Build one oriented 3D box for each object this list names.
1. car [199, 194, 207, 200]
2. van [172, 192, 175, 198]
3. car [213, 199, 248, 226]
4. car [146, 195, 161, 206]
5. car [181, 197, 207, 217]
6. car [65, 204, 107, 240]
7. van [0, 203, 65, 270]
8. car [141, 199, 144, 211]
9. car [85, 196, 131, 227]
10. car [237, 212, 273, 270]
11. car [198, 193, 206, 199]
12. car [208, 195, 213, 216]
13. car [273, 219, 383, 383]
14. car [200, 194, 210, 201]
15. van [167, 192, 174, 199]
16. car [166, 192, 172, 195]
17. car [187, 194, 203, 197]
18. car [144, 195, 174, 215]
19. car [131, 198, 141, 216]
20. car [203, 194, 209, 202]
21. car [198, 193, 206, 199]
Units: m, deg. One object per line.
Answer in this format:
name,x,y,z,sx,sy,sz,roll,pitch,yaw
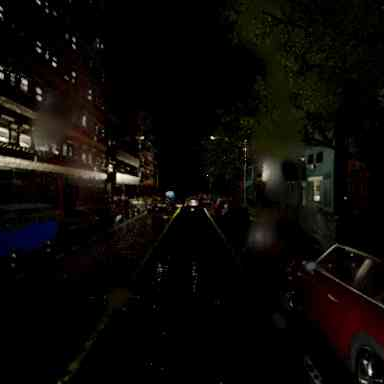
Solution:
car,2.625,1.140,78.812,1.802,1.307,4.206,0,0,0
van,-5.761,0.874,84.505,1.690,1.788,3.998,0,0,0
car,2.672,1.408,21.847,2.008,1.369,4.403,0,0,0
car,-5.732,1.223,50.155,1.752,1.417,4.829,0,0,0
car,0.048,1.380,28.964,1.994,1.385,4.181,0,0,0
car,-5.705,1.474,16.145,1.802,1.307,4.206,0,0,0
van,-5.701,1.270,10.447,1.690,1.788,3.998,0,0,0
car,-5.718,1.342,33.235,2.008,1.369,4.403,0,0,0
car,-5.710,1.172,21.840,2.192,1.841,5.009,0,0,0
car,2.681,1.511,10.454,1.802,1.307,4.206,0,0,0
car,2.621,1.078,84.510,1.887,1.381,4.507,0,0,0
car,2.667,1.264,27.543,1.967,1.590,4.097,0,0,0
car,2.685,1.407,4.755,1.967,1.590,4.097,0,0,0
car,2.635,1.154,67.419,1.887,1.381,4.507,0,0,0
van,-5.766,0.851,90.201,1.690,1.788,3.998,0,0,0
car,-5.746,1.175,67.415,1.947,1.339,4.313,0,0,0
car,0.053,1.216,45.246,2.128,1.511,4.902,0,0,0
car,-3.082,1.307,31.577,1.837,1.490,4.892,0,0,0
car,-5.714,1.389,27.539,1.947,1.339,4.313,0,0,0
car,2.644,1.217,56.027,2.008,1.369,4.403,0,0,0
car,2.616,1.076,90.206,1.947,1.339,4.313,0,0,0
